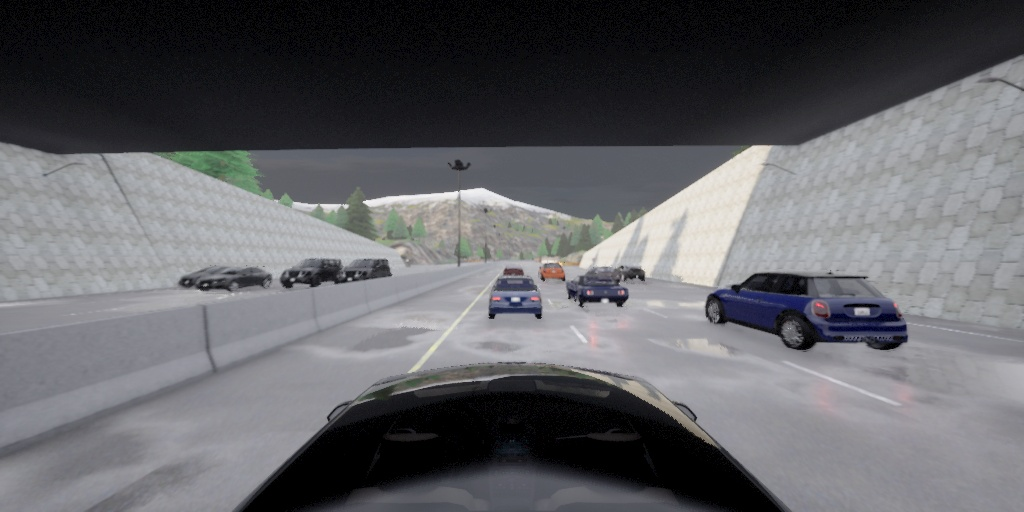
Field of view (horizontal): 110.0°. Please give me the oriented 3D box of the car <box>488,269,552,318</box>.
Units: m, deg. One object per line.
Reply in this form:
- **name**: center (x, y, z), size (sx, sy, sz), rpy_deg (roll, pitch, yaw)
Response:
- **car**: center (0.113, 1.398, 13.462), size (2.033, 1.411, 5.357), rpy_deg (0, -1, 0)

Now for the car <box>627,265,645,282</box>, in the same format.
- **car**: center (10.642, 1.522, 32.923), size (1.837, 1.490, 4.892), rpy_deg (0, 0, 0)

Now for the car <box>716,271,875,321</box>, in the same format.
- **car**: center (10.614, 1.403, 14.163), size (2.033, 1.411, 5.357), rpy_deg (0, 0, 0)

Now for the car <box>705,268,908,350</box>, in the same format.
- **car**: center (7.109, 1.167, 9.400), size (2.097, 1.767, 4.553), rpy_deg (0, 0, 0)

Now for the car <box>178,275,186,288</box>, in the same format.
- **car**: center (-21.065, 1.463, 25.662), size (1.837, 1.490, 4.892), rpy_deg (0, 0, 0)

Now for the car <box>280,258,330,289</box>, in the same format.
- **car**: center (-14.067, 1.180, 25.759), size (2.150, 2.045, 5.566), rpy_deg (0, -1, 0)

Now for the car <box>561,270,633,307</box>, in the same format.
- **car**: center (3.617, 1.474, 16.130), size (1.895, 1.301, 4.718), rpy_deg (0, 0, 0)

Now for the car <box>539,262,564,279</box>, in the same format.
- **car**: center (3.643, 1.374, 33.425), size (2.097, 1.767, 4.553), rpy_deg (0, 0, 0)

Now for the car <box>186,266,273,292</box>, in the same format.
- **car**: center (-17.571, 1.440, 22.971), size (1.837, 1.490, 4.892), rpy_deg (0, 0, 0)

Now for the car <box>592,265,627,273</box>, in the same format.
- **car**: center (7.136, 1.529, 28.762), size (2.033, 1.411, 5.357), rpy_deg (0, 0, 0)

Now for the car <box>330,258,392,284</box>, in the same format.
- **car**: center (-10.567, 1.182, 26.103), size (2.150, 2.045, 5.566), rpy_deg (0, 0, 0)

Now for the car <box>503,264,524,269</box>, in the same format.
- **car**: center (0.144, 1.503, 33.739), size (1.882, 1.535, 5.008), rpy_deg (0, 0, 0)
